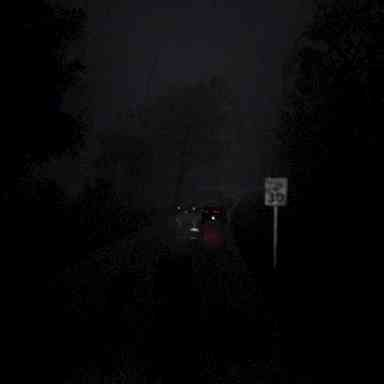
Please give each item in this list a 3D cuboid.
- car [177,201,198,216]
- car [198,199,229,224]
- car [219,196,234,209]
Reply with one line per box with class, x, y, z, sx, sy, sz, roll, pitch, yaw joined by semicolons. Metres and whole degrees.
car;-0.231;1.565;33.376;1.895;1.301;4.718;2;1;8
car;1.760;1.576;25.815;1.837;1.490;4.892;0;0;6
car;4.269;1.273;42.732;2.128;1.511;4.902;1;2;10
